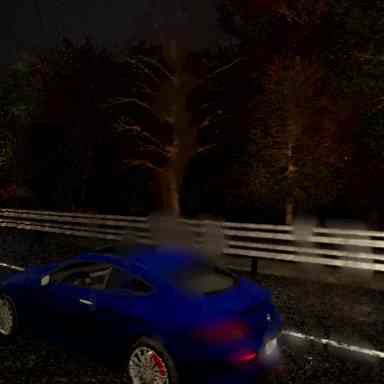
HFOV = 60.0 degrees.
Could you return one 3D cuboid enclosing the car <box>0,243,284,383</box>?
[{"bbox_3d":[-1.043,1.513,4.922,4.674,1.442,1.812,0,0,33],"label":"car"}]
